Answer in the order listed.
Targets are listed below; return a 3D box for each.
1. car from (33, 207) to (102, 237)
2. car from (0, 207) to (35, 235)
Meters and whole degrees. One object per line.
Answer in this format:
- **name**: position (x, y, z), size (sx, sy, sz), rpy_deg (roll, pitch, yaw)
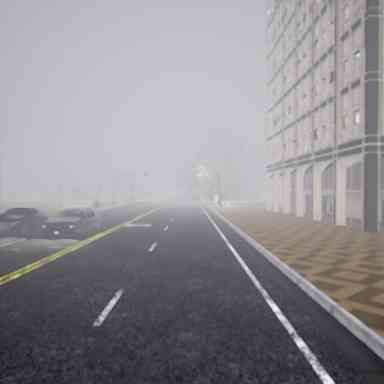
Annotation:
- **car**: position (-6.607, 1.615, 18.873), size (2.033, 1.411, 5.357), rpy_deg (0, 0, 0)
- **car**: position (-9.855, 1.594, 19.263), size (1.812, 1.442, 4.674), rpy_deg (0, 0, 0)
